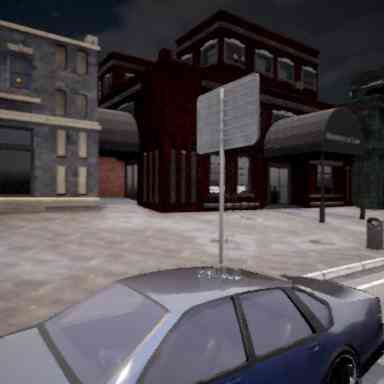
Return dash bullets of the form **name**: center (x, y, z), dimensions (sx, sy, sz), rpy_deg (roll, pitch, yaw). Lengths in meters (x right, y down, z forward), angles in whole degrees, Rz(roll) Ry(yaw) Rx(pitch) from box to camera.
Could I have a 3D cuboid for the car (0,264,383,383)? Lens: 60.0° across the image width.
- **car**: center (-0.078, 1.552, 3.316), dimensions (5.357, 1.411, 2.033), rpy_deg (0, 0, -35)
